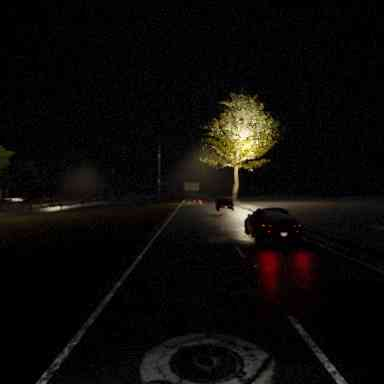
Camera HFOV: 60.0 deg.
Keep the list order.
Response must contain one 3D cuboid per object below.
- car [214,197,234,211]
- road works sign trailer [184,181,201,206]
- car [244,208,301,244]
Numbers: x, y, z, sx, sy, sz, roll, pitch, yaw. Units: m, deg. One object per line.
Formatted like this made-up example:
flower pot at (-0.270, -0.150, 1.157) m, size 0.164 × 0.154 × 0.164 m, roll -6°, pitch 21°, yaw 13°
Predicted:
car at (3.589, 1.307, 37.608) m, size 1.837 × 1.490 × 4.892 m, roll 0°, pitch 0°, yaw 0°
road works sign trailer at (-0.014, 0.223, 48.158) m, size 2.380 × 3.560 × 2.880 m, roll 0°, pitch 0°, yaw 0°
car at (3.595, 1.444, 15.302) m, size 1.812 × 1.442 × 4.674 m, roll 0°, pitch 0°, yaw 0°
